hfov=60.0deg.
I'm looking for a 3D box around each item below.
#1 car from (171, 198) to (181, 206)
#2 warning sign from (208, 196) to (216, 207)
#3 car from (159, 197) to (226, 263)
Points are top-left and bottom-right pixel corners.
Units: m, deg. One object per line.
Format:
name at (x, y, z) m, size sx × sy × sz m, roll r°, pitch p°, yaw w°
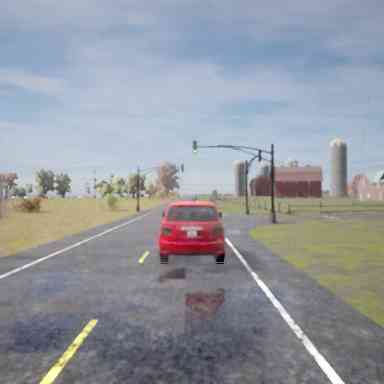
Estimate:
car at (-3.491, 2.172, 73.058) m, size 2.128 × 1.511 × 4.902 m, roll 0°, pitch 0°, yaw 0°
warning sign at (3.551, 1.651, 59.383) m, size 1.300 × 1.860 × 1.060 m, roll 0°, pitch -1°, yaw 0°
car at (0.008, 1.347, 12.590) m, size 2.150 × 2.045 × 5.566 m, roll 0°, pitch 0°, yaw 0°
